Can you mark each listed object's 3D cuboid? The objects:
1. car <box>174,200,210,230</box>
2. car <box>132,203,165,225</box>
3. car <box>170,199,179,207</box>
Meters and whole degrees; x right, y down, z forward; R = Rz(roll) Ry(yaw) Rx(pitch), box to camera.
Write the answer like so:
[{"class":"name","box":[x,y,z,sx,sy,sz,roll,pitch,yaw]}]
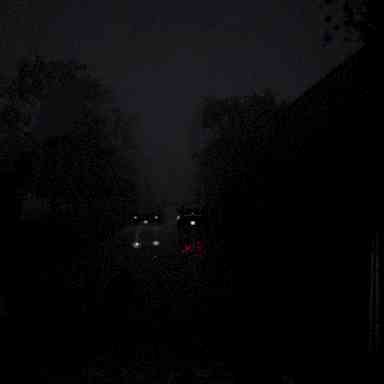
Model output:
[{"class":"car","box":[0.038,1.457,20.733,1.837,1.490,4.892,0,0,0]},{"class":"car","box":[-2.925,1.510,23.587,2.033,1.411,5.357,0,0,0]},{"class":"car","box":[-3.161,2.080,64.212,1.812,1.442,4.674,0,-1,0]}]
